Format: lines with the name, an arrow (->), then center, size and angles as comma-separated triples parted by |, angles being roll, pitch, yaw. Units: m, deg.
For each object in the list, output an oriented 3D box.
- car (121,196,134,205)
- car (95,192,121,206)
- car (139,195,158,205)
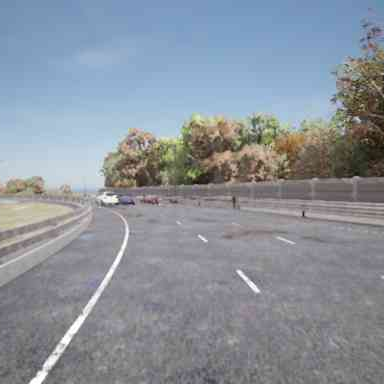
car -> -10.745, 1.336, 52.981 | 1.994, 1.385, 4.181 | 0, 0, -29
car -> -12.786, 1.023, 49.639 | 2.150, 2.045, 5.566 | 0, 0, -29
car -> -6.945, 1.276, 53.360 | 1.812, 1.442, 4.674 | 0, 0, -29
